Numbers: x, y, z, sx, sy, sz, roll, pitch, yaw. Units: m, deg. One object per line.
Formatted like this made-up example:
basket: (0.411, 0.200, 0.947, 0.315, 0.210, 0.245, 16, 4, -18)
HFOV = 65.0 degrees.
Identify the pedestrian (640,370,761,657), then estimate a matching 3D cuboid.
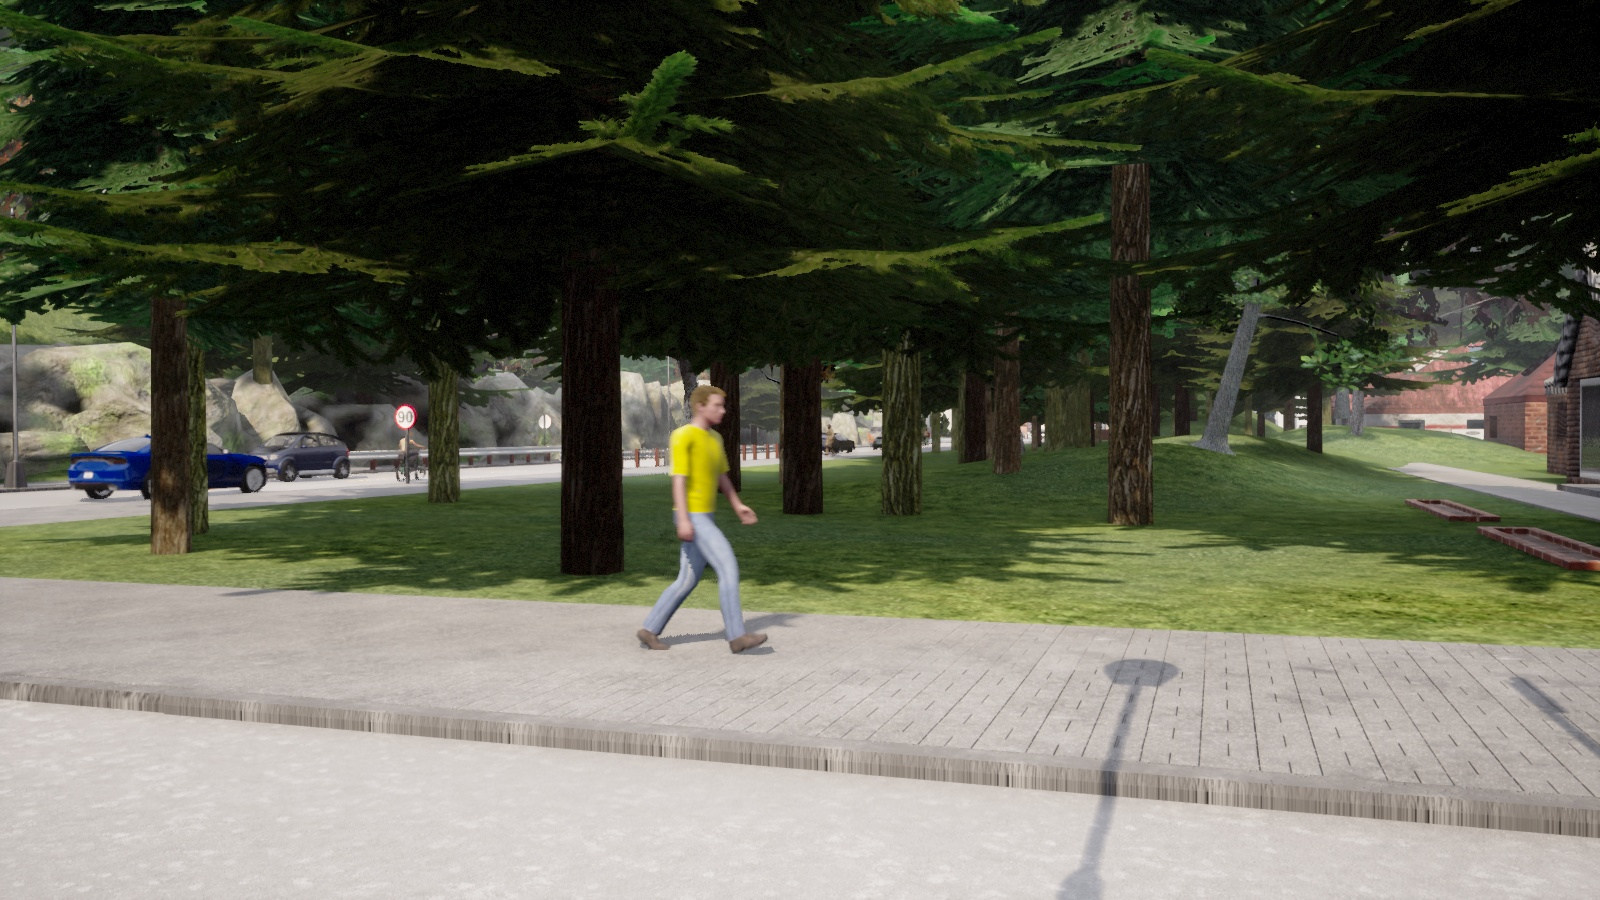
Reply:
pedestrian: (-0.658, 0.401, 8.318, 0.706, 1.836, 0.354, 1, 1, 20)

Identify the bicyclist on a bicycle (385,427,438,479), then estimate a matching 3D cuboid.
bicyclist on a bicycle: (-12.221, 0.085, 39.511, 0.866, 1.612, 1.509, 1, 1, 18)

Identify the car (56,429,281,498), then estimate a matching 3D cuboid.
car: (-15.178, 0.258, 30.565, 1.882, 1.535, 5.008, 1, 1, 18)

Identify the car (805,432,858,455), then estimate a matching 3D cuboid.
car: (2.134, -0.442, 82.684, 2.033, 1.411, 5.357, 1, 1, 19)

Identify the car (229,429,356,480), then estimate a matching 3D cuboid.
car: (-16.188, 0.099, 40.255, 1.789, 1.549, 3.705, 1, 1, 18)

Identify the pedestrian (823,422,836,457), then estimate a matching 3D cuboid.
pedestrian: (1.653, -0.571, 69.552, 0.396, 1.930, 0.692, 1, 1, 37)
